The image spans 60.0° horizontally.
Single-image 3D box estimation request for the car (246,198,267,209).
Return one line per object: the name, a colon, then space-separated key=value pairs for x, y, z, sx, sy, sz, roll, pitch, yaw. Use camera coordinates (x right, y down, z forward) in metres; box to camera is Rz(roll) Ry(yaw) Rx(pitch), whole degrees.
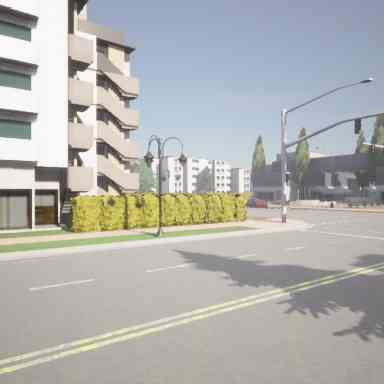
car: x=8.505 y=1.564 z=46.610 sx=1.994 sy=1.385 sz=4.181 roll=0 pitch=0 yaw=-34
